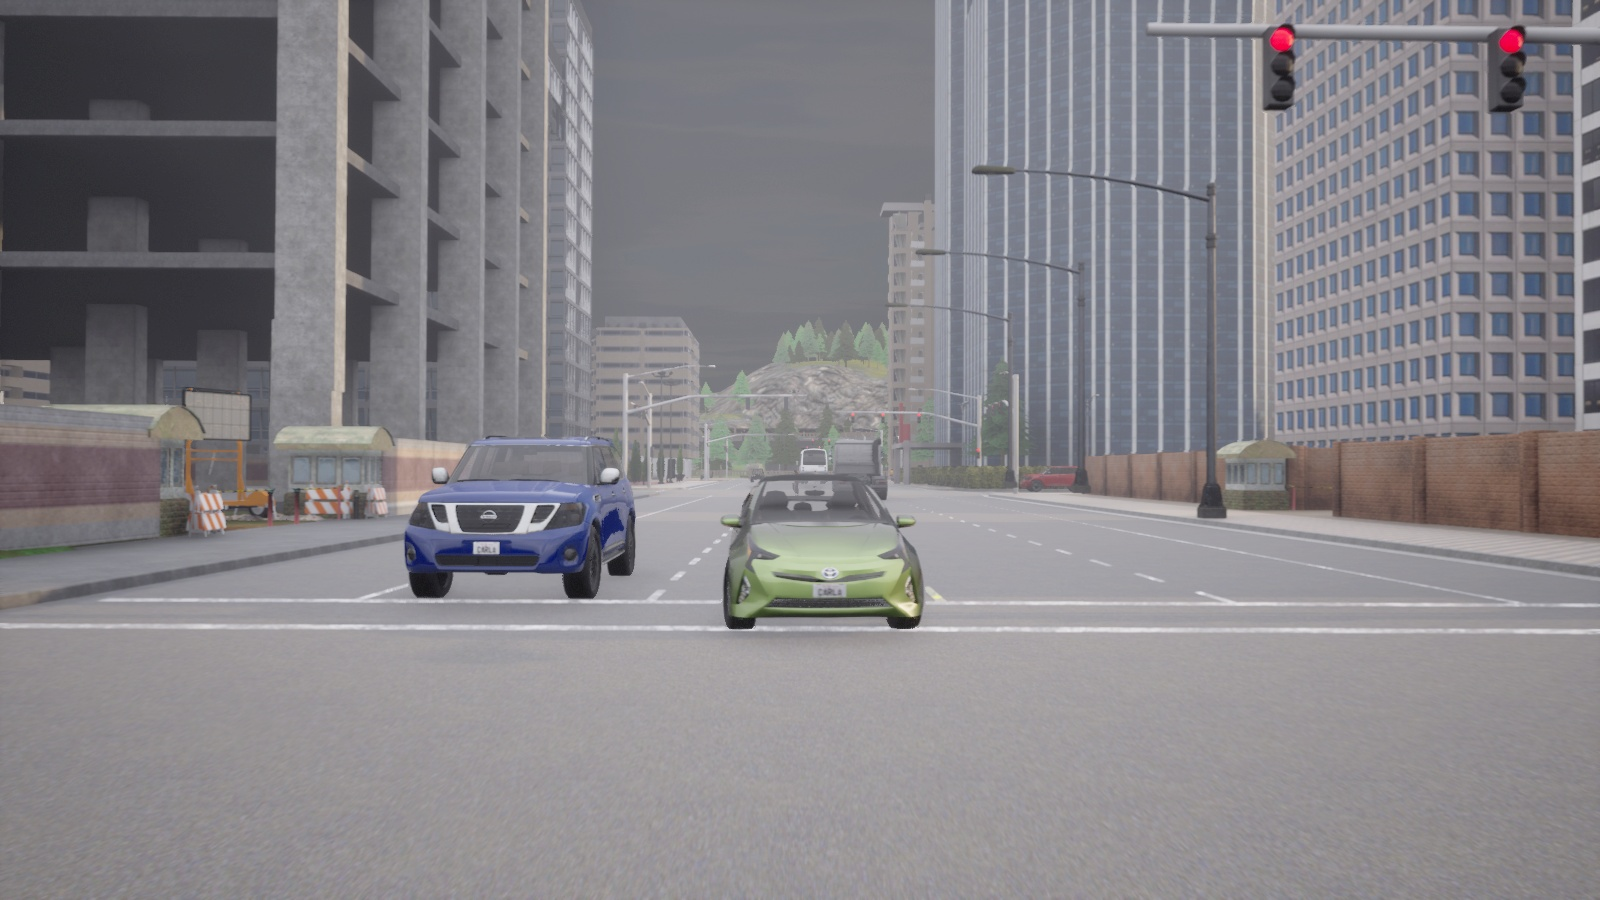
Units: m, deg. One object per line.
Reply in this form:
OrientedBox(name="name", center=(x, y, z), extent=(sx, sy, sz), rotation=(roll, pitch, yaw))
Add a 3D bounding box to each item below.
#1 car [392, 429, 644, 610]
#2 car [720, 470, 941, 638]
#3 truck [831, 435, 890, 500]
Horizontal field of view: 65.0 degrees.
OrientedBox(name="car", center=(-3.547, 0.833, 17.025), extent=(2.150, 2.045, 5.566), rotation=(0, -1, 0))
OrientedBox(name="car", center=(0.143, 0.993, 13.835), extent=(2.007, 1.525, 4.514), rotation=(0, -1, -4))
OrientedBox(name="truck", center=(3.328, 1.008, 70.984), extent=(2.891, 3.462, 7.936), rotation=(0, -1, 0))
